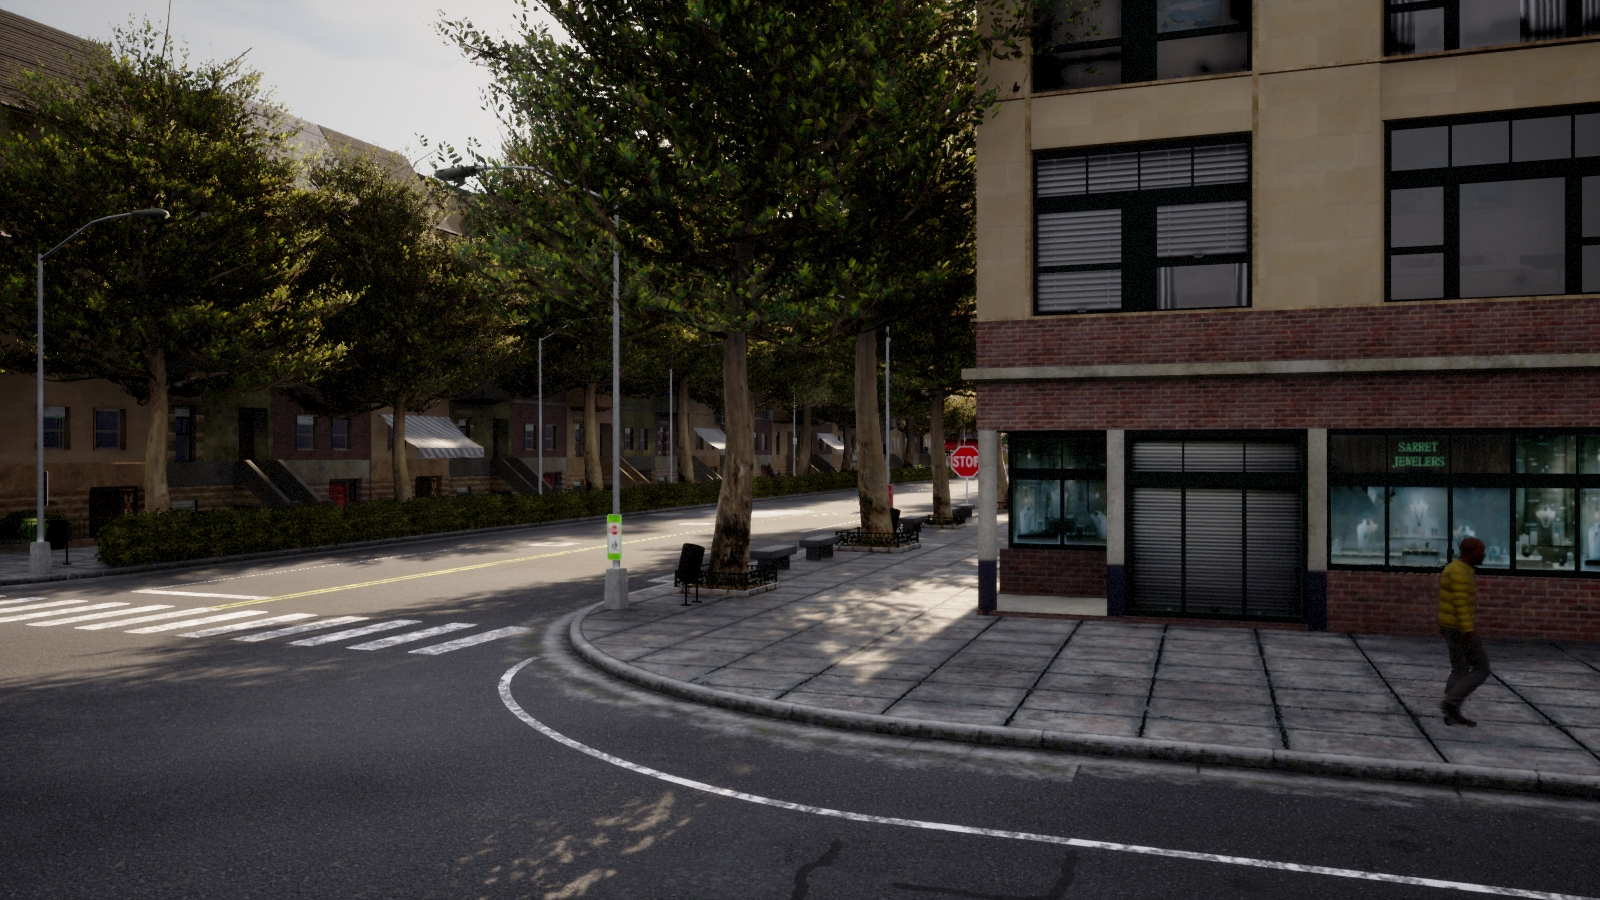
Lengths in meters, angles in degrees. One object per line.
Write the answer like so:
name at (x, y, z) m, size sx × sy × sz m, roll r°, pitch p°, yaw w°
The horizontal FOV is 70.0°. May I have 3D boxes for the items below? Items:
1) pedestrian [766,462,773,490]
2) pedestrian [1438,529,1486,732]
pedestrian at (-2.030, 1.707, 76.448) m, size 0.375 × 1.860 × 0.375 m, roll 0°, pitch 0°, yaw 19°
pedestrian at (6.293, 1.696, 10.873) m, size 0.375 × 1.860 × 0.375 m, roll 0°, pitch 0°, yaw 26°
